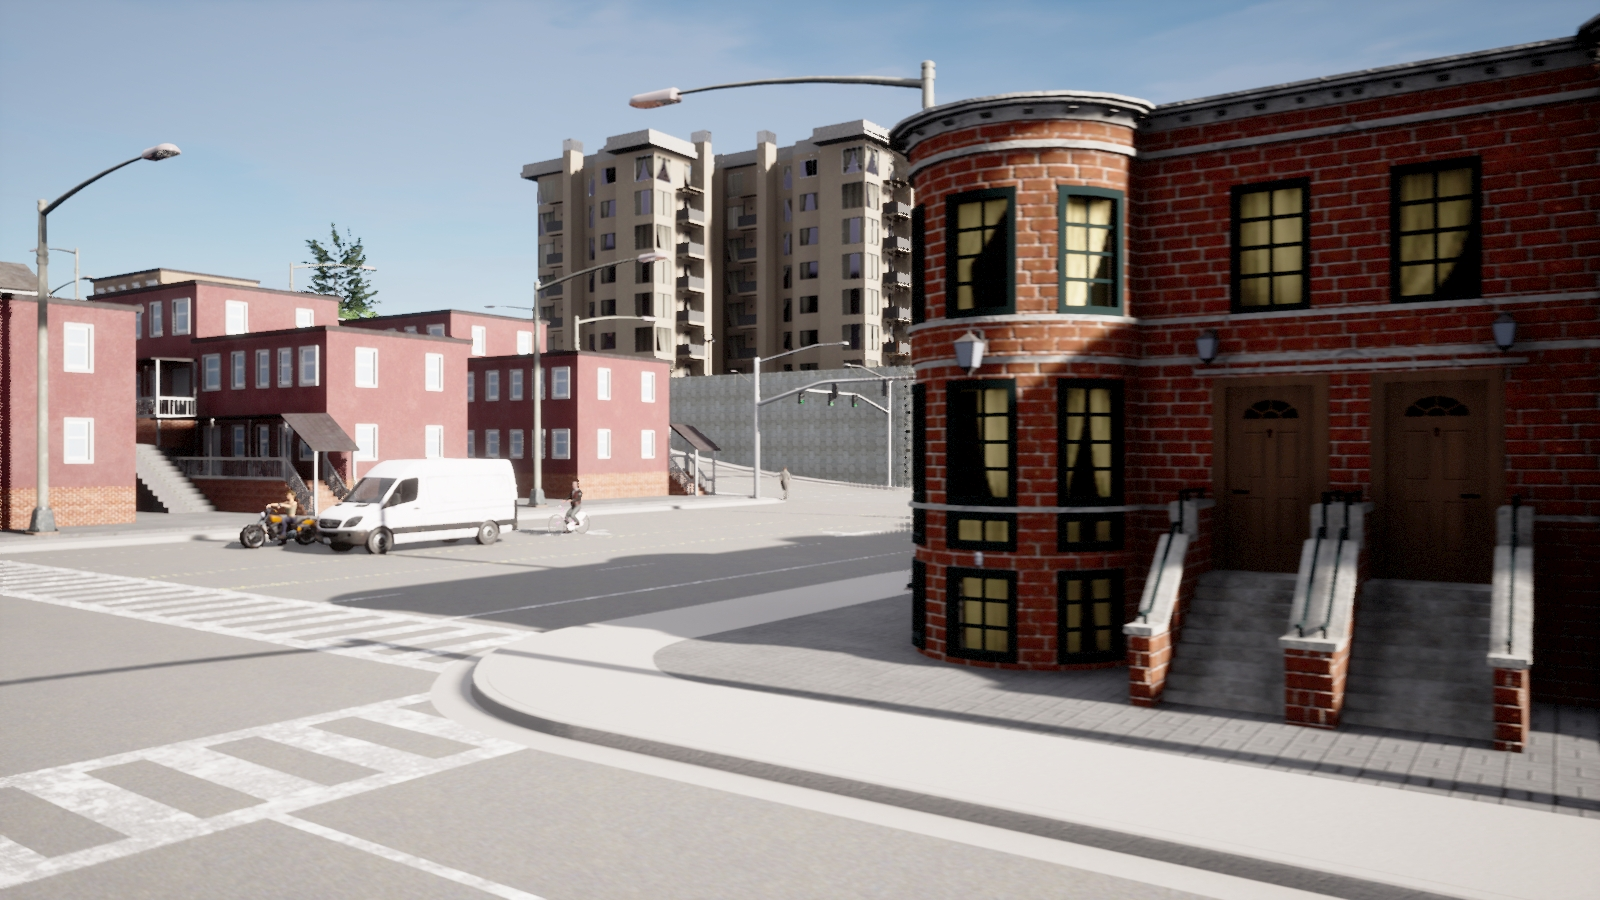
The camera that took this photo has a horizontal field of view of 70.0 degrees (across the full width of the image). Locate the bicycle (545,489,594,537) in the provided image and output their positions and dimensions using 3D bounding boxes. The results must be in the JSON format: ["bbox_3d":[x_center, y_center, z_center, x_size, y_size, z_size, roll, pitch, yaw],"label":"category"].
[{"bbox_3d":[-7.603,2.066,37.755,0.329,1.496,1.835,-1,0,35],"label":"bicycle"}]

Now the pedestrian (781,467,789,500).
[{"bbox_3d":[-0.860,1.873,64.485,0.375,1.860,0.375,0,0,11],"label":"pedestrian"}]

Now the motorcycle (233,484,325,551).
[{"bbox_3d":[-15.097,1.930,33.175,0.764,1.802,2.356,0,0,35],"label":"motorcycle"}]

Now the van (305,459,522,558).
[{"bbox_3d":[-10.972,1.555,32.957,1.988,2.561,5.915,0,0,35],"label":"van"}]
